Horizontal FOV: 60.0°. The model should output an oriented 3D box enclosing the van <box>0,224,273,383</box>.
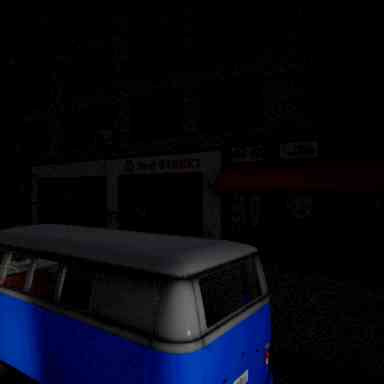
[{"bbox_3d":[-1.094,1.341,3.861,3.998,1.788,1.690,0,0,36],"label":"van"}]
